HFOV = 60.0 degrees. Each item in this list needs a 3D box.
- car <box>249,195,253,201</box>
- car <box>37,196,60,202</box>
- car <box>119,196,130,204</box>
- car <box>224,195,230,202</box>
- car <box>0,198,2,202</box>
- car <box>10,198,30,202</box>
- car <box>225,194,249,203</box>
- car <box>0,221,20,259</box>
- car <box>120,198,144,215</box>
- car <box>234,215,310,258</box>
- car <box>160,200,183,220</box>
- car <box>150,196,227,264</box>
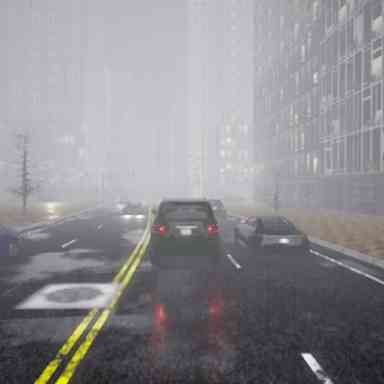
[{"bbox_3d":[13.749,1.534,81.392,4.829,1.417,1.752,0,0,-6],"label":"car"},{"bbox_3d":[-29.543,1.456,68.375,4.313,1.339,1.947,0,0,-6],"label":"car"},{"bbox_3d":[-12.381,1.473,61.549,2.128,1.511,4.902,0,0,-7],"label":"car"},{"bbox_3d":[1.501,1.331,28.167,2.097,1.767,4.553,0,0,-6],"label":"car"},{"bbox_3d":[-40.863,1.387,67.323,4.313,1.339,1.947,0,0,-6],"label":"car"},{"bbox_3d":[-35.203,1.438,67.829,4.206,1.307,1.802,0,0,-6],"label":"car"},{"bbox_3d":[9.169,1.432,72.495,5.009,1.841,2.192,0,0,-6],"label":"car"},{"bbox_3d":[-6.878,1.534,9.923,1.812,1.442,4.674,0,0,-3],"label":"car"},{"bbox_3d":[-5.842,1.560,33.598,1.994,1.385,4.181,0,0,-7],"label":"car"},{"bbox_3d":[2.876,1.553,12.785,1.994,1.385,4.181,0,0,-3],"label":"car"},{"bbox_3d":[-1.890,1.514,29.304,1.812,1.442,4.674,0,0,-6],"label":"car"},{"bbox_3d":[-0.307,1.217,12.040,2.150,2.045,5.566,0,0,-3],"label":"car"}]
